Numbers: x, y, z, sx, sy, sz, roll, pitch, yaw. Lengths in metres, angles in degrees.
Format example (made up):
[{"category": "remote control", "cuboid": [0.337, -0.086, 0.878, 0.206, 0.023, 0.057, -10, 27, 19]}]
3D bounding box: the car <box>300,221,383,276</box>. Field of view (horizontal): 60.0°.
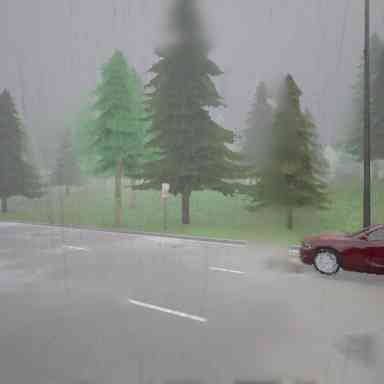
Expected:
[{"category": "car", "cuboid": [5.437, 1.477, 8.758, 5.008, 1.535, 1.882, 0, 0, 34]}]
